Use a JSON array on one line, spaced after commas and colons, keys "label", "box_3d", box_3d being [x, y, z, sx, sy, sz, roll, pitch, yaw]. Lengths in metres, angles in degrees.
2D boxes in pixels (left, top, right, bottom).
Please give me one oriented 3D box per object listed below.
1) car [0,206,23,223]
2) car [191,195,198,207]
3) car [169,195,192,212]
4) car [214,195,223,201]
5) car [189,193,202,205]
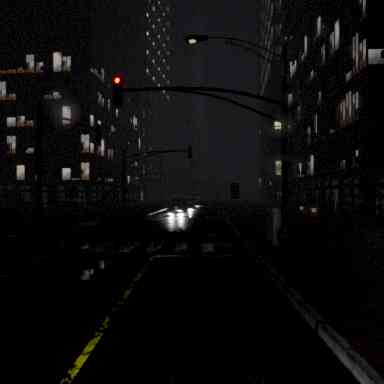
[{"label": "car", "box_3d": [-16.549, 1.854, 27.985, 4.403, 1.369, 2.008, -1, 1, 10]}, {"label": "car", "box_3d": [-0.723, 1.559, 47.811, 1.895, 1.301, 4.718, 0, 0, 6]}, {"label": "car", "box_3d": [-1.530, 1.464, 38.530, 2.128, 1.511, 4.902, 0, 0, 5]}, {"label": "car", "box_3d": [6.248, 1.362, 78.030, 1.882, 1.535, 5.008, 0, 0, 9]}, {"label": "car", "box_3d": [0.432, 1.159, 58.315, 2.150, 2.045, 5.566, 0, 0, 7]}]
